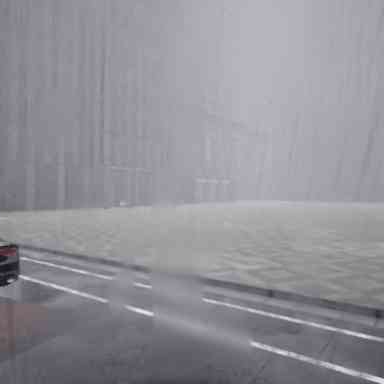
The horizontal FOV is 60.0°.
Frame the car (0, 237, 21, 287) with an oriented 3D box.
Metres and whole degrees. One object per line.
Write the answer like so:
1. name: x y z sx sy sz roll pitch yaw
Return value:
1. car: -6.135 1.455 8.037 5.008 1.535 1.882 0 0 35
